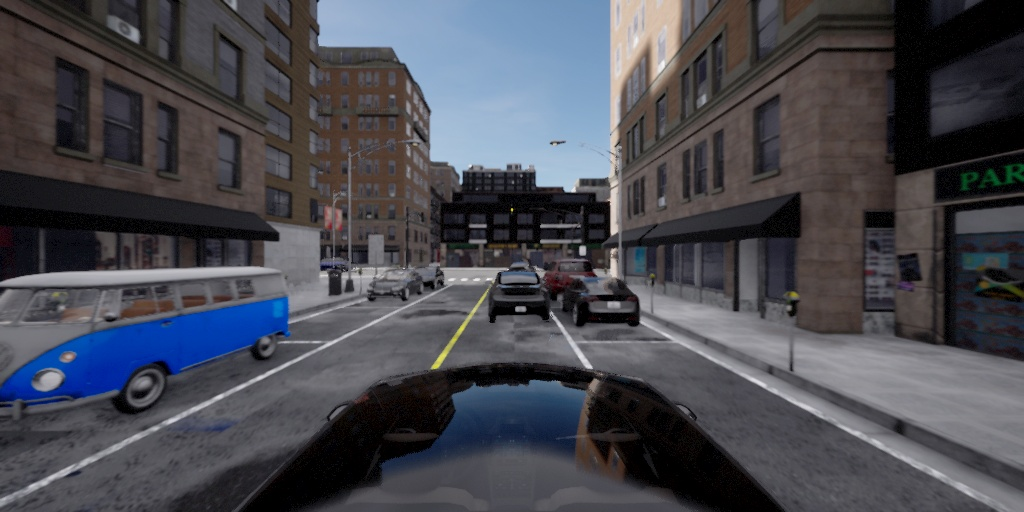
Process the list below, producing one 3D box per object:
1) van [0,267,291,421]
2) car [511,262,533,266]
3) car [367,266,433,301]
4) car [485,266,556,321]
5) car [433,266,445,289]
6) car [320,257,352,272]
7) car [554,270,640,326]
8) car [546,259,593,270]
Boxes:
[{"bbox_3d":[-5.388,1.087,5.701,1.690,1.789,3.998,0,0,0],"label":"van"},{"bbox_3d":[0.945,1.231,30.058,1.837,1.490,4.892,-1,0,13],"label":"car"},{"bbox_3d":[-5.386,1.285,17.025,2.007,1.370,4.403,0,0,0],"label":"car"},{"bbox_3d":[0.163,1.243,12.332,1.837,1.490,4.892,0,0,-2],"label":"car"},{"bbox_3d":[-5.386,1.294,22.687,1.948,1.339,4.313,0,0,0],"label":"car"},{"bbox_3d":[-21.215,0.967,41.620,4.553,1.767,2.097,0,0,0],"label":"car"},{"bbox_3d":[2.638,1.306,11.362,1.948,1.339,4.313,0,0,0],"label":"car"},{"bbox_3d":[2.639,1.049,17.024,2.192,1.841,5.009,0,0,0],"label":"car"}]
